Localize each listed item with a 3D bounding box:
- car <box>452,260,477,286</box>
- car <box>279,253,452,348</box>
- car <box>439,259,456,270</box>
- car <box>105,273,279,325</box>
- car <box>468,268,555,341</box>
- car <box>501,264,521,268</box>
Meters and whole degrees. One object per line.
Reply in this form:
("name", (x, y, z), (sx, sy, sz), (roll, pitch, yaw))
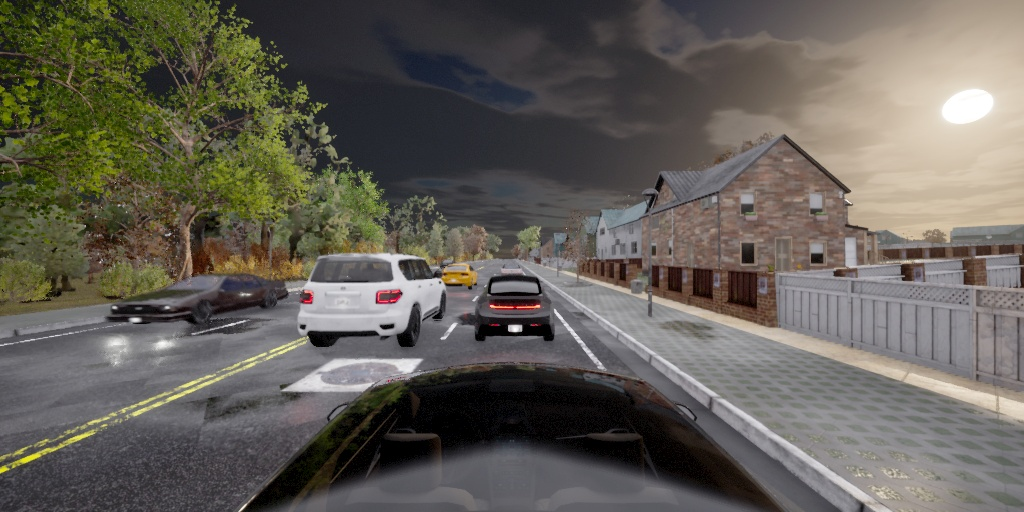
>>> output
("car", (-3.308, 1.237, 22.829), (1.882, 1.535, 5.008), (0, 0, 0))
("car", (-3.192, 0.971, 9.408), (2.150, 2.045, 5.566), (0, -1, 0))
("car", (-10.075, 1.288, 56.573), (1.882, 1.535, 5.008), (0, 0, 0))
("car", (-9.910, 1.302, 12.087), (2.033, 1.411, 5.357), (0, 0, 0))
("car", (0.052, 1.258, 9.869), (1.837, 1.490, 4.892), (0, 0, 0))
("car", (-0.086, 1.366, 33.244), (1.895, 1.301, 4.718), (0, 0, -2))
